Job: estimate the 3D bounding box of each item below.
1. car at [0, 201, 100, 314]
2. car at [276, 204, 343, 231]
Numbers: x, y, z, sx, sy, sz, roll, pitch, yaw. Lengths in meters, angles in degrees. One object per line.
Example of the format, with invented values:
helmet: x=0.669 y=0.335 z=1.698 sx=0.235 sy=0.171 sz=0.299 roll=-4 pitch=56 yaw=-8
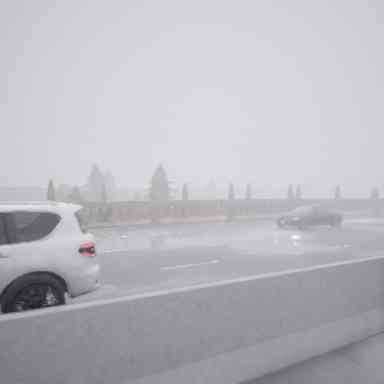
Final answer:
car: x=-4.271 y=1.189 z=5.136 sx=5.566 sy=2.045 sz=2.150 roll=0 pitch=0 yaw=-35
car: x=7.309 y=1.492 z=20.482 sx=4.674 sy=1.442 sz=1.812 roll=0 pitch=0 yaw=-30
